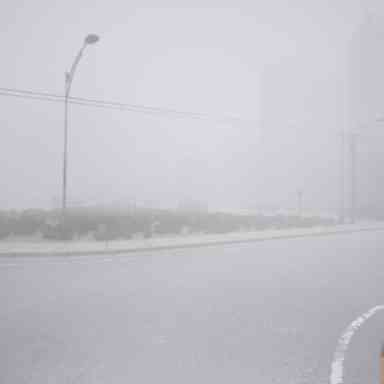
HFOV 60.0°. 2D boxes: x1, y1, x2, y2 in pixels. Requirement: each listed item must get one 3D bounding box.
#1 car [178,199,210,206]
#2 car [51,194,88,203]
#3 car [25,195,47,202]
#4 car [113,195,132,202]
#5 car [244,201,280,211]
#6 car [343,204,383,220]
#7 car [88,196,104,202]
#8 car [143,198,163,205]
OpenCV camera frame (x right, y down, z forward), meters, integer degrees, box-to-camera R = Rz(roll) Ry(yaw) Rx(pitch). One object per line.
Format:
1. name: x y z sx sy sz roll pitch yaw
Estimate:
1. car: 0.358 1.777 46.154 4.611 1.667 2.242 1 0 -36
2. car: -18.580 1.297 49.795 4.605 1.855 1.932 1 0 -36
3. car: -31.855 1.388 67.938 3.905 1.438 1.784 1 0 -36
4. car: -13.772 1.484 65.806 3.866 1.878 1.905 1 0 -36
5. car: 9.738 2.010 46.376 2.033 1.411 5.357 1 0 -36
6. car: 18.292 2.018 34.636 1.882 1.535 5.008 1 0 -36
7. car: -22.109 1.597 76.418 4.193 1.474 1.816 1 0 -36
8. car: -7.593 1.817 64.236 2.033 1.411 5.357 1 0 -36
